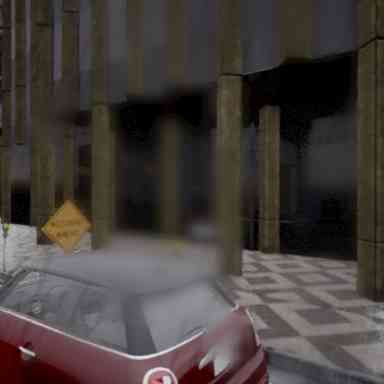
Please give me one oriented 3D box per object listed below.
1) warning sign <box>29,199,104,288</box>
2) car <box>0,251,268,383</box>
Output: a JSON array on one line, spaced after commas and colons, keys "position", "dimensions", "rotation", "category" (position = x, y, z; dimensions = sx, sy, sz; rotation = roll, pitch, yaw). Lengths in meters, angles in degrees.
[{"position": [-2.967, 1.113, 7.917], "dimensions": [1.060, 1.860, 1.300], "rotation": [0, 0, 36], "category": "warning sign"}, {"position": [-1.323, 1.439, 3.905], "dimensions": [4.097, 1.590, 1.967], "rotation": [0, 0, 36], "category": "car"}]
